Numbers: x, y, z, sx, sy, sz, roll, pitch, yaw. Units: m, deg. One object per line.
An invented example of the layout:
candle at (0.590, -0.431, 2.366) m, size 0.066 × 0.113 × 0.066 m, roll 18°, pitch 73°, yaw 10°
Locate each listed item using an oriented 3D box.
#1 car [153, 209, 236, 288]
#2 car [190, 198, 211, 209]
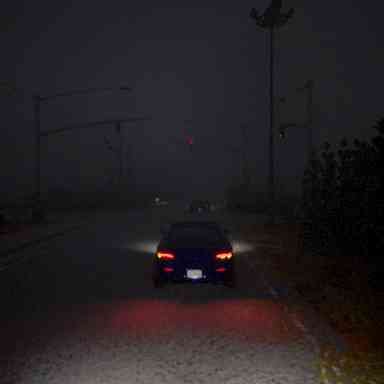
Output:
car at (0.072, 1.417, 8.838) m, size 1.812 × 1.442 × 4.674 m, roll 0°, pitch 1°, yaw 1°
car at (0.840, 1.214, 31.601) m, size 1.895 × 1.301 × 4.718 m, roll 0°, pitch 1°, yaw 4°
